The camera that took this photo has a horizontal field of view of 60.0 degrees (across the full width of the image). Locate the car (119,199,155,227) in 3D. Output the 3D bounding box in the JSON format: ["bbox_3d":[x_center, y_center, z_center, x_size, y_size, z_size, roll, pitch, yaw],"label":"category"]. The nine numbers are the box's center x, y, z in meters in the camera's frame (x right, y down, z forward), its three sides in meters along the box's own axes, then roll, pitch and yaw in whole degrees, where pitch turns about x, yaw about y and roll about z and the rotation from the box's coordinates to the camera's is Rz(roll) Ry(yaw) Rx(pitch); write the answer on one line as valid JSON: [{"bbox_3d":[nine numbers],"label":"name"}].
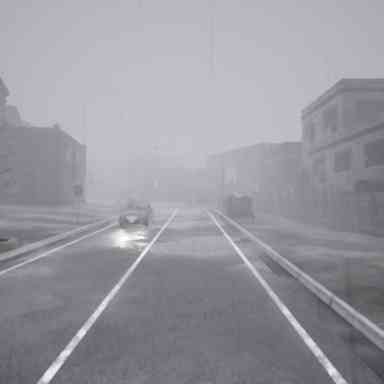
[{"bbox_3d":[-3.600,1.446,22.283,2.128,1.511,4.902,0,0,0],"label":"car"}]

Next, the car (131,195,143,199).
[{"bbox_3d":[-10.578,1.350,63.043,1.812,1.442,4.674,1,0,-32],"label":"car"}]
